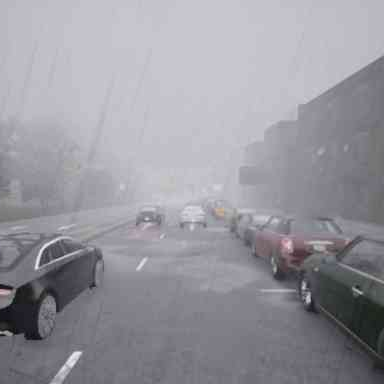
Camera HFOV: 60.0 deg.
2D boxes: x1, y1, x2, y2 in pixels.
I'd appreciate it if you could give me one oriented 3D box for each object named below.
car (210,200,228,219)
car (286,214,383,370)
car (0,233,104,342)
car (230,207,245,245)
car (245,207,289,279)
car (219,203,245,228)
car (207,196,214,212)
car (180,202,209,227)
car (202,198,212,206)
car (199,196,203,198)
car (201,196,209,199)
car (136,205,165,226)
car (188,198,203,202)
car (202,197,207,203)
[{"bbox_3d":[3.206,1.779,32.750,1.946,1.575,5.366,0,-1,0],"label":"car"},{"bbox_3d":[3.223,1.402,5.036,2.185,1.767,4.553,0,-1,0],"label":"car"},{"bbox_3d":[-3.154,1.553,6.581,2.128,1.511,4.902,0,-1,0],"label":"car"},{"bbox_3d":[3.217,1.668,15.988,2.002,1.452,4.674,0,-1,0],"label":"car"},{"bbox_3d":[3.219,1.452,10.560,2.185,1.767,4.553,0,-1,0],"label":"car"},{"bbox_3d":[3.213,1.680,21.509,2.231,1.521,4.892,0,-1,0],"label":"car"},{"bbox_3d":[3.206,1.705,38.060,2.185,1.767,4.553,0,-1,0],"label":"car"},{"bbox_3d":[0.092,1.757,25.013,1.812,1.442,4.674,0,-1,0],"label":"car"},{"bbox_3d":[3.162,2.136,71.551,1.946,1.575,5.366,0,-1,0],"label":"car"},{"bbox_3d":[3.170,1.835,65.871,2.435,2.045,5.566,0,-1,0],"label":"car"},{"bbox_3d":[3.179,2.035,60.185,2.231,1.521,4.892,0,-1,0],"label":"car"},{"bbox_3d":[-3.176,1.765,25.853,1.812,1.442,4.674,0,-1,0],"label":"car"},{"bbox_3d":[0.075,1.892,42.049,1.837,1.490,4.892,0,-1,0],"label":"car"},{"bbox_3d":[3.185,1.985,54.659,2.231,1.521,4.892,0,-1,0],"label":"car"}]
